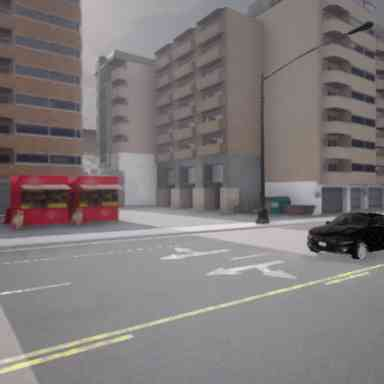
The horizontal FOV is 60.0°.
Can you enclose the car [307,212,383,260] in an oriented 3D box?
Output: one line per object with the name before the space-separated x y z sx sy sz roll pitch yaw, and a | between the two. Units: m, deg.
car | 6.531 1.549 12.935 5.008 1.535 1.882 1 0 -36
